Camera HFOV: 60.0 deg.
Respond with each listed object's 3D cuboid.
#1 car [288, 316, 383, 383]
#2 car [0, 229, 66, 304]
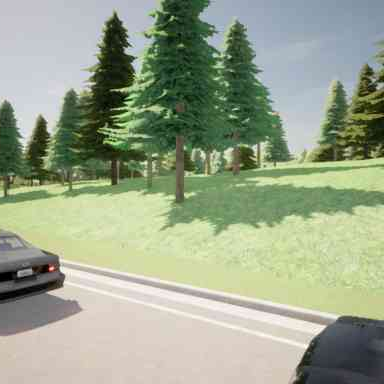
[{"bbox_3d":[2.962,1.601,1.878,4.718,1.301,1.895,0,0,36],"label":"car"},{"bbox_3d":[-5.138,1.547,7.639,5.357,1.411,2.033,0,0,36],"label":"car"}]
